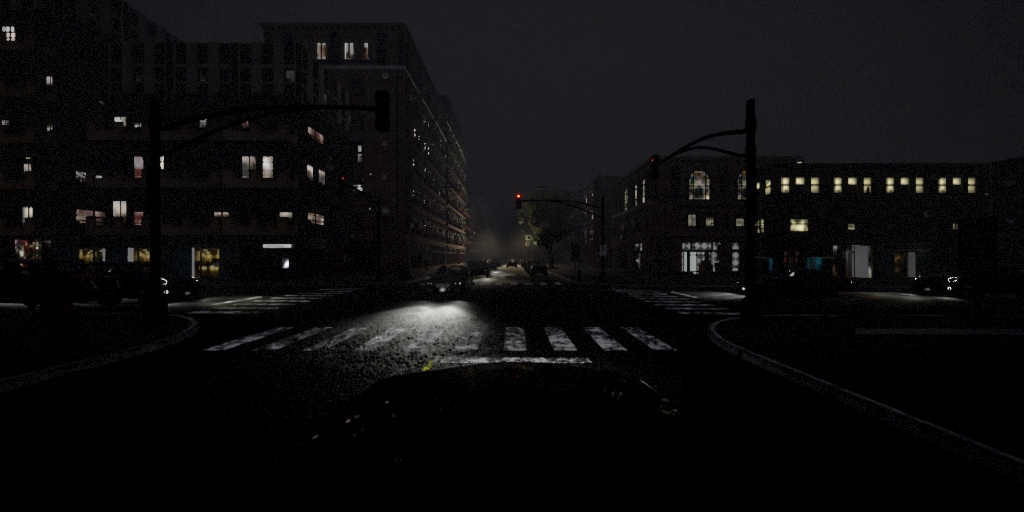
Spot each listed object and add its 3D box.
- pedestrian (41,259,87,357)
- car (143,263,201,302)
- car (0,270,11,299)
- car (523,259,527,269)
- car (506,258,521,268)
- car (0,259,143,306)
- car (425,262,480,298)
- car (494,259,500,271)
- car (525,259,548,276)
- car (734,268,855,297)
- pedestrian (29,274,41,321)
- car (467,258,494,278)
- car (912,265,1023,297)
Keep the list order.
[{"bbox_3d":[-8.288,0.891,6.679,0.375,1.860,0.375,0,0,0],"label":"pedestrian"},{"bbox_3d":[-16.530,1.053,15.753,4.553,1.767,2.097,0,0,-1],"label":"car"},{"bbox_3d":[-25.585,1.274,15.665,4.718,1.301,1.895,0,0,0],"label":"car"},{"bbox_3d":[2.682,1.228,42.557,1.967,1.591,4.097,0,0,0],"label":"car"},{"bbox_3d":[-0.013,1.319,63.216,2.128,1.511,4.902,0,0,0],"label":"car"},{"bbox_3d":[-17.279,1.013,13.137,5.009,1.841,2.192,0,0,0],"label":"car"},{"bbox_3d":[-3.104,1.247,18.463,2.128,1.511,4.902,0,0,0],"label":"car"},{"bbox_3d":[-3.106,1.402,50.239,1.895,1.301,4.718,0,0,0],"label":"car"},{"bbox_3d":[2.683,1.330,36.860,2.007,1.370,4.403,0,0,0],"label":"car"},{"bbox_3d":[15.020,1.372,19.163,5.357,1.411,2.033,0,0,0],"label":"car"},{"bbox_3d":[-9.397,0.892,7.332,0.375,1.860,0.375,0,0,0],"label":"pedestrian"},{"bbox_3d":[-3.104,1.253,34.836,1.882,1.535,5.008,0,0,0],"label":"car"},{"bbox_3d":[24.520,1.219,19.231,4.553,1.767,2.097,0,0,0],"label":"car"}]
